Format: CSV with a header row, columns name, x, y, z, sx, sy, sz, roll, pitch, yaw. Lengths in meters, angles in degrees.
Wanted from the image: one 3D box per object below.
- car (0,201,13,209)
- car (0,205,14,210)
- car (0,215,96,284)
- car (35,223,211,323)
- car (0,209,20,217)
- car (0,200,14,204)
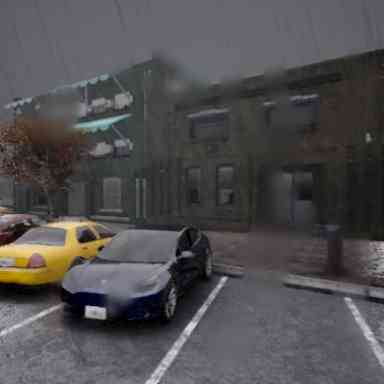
name,x,y,z,sx,sy,sz,roll,pitch,yaw
car,-38.138,2.566,65.345,5.366,1.575,1.946,0,-2,15
car,-8.050,1.477,12.889,1.946,1.575,5.366,0,-1,16
car,-3.233,1.481,9.453,1.946,1.575,5.366,0,-1,16
car,-0.865,1.513,7.527,2.163,1.488,4.792,1,-1,15
car,-5.679,1.479,10.989,2.097,1.535,5.008,0,-1,15
car,-28.196,2.260,47.266,5.366,1.575,1.946,2,-2,15
